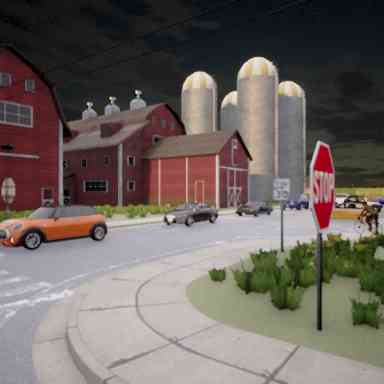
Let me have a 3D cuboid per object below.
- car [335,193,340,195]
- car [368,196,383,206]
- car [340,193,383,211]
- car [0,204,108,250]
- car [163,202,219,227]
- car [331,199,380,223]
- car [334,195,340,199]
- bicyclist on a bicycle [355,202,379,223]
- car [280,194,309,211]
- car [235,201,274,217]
[{"bbox_3d":[22.109,1.218,48.517,2.150,2.045,5.566,0,0,35],"label":"car"},{"bbox_3d":[32.623,1.478,56.320,4.611,1.667,2.242,0,0,35],"label":"car"},{"bbox_3d":[18.751,1.311,36.483,3.866,1.878,1.905,0,0,35],"label":"car"},{"bbox_3d":[-6.008,1.348,14.512,2.097,1.767,4.553,0,0,39],"label":"car"},{"bbox_3d":[0.033,1.487,22.891,2.128,1.511,4.902,0,0,35],"label":"car"},{"bbox_3d":[11.491,1.504,25.108,4.193,1.474,1.816,0,0,35],"label":"car"},{"bbox_3d":[16.252,1.488,39.956,2.128,1.511,4.902,0,0,35],"label":"car"},{"bbox_3d":[8.588,1.300,16.257,0.582,1.620,1.656,0,0,-21],"label":"bicyclist on a bicycle"},{"bbox_3d":[12.764,1.219,41.252,2.150,2.045,5.566,0,0,35],"label":"car"},{"bbox_3d":[6.087,1.543,31.650,2.033,1.411,5.357,0,0,35],"label":"car"}]
